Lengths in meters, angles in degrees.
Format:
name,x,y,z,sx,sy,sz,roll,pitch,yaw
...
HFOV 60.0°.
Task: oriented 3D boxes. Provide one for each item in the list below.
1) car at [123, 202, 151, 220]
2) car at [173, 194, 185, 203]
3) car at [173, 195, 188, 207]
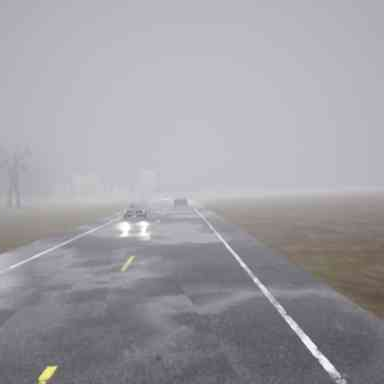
name,x,y,z,sx,sy,sz,roll,pitch,yaw
car,-4.478,1.540,27.563,1.895,1.301,4.718,-1,0,-2
car,-2.432,1.232,63.213,2.128,1.511,4.902,-1,0,-3
car,-1.577,1.270,46.263,1.882,1.535,5.008,-1,0,-3
